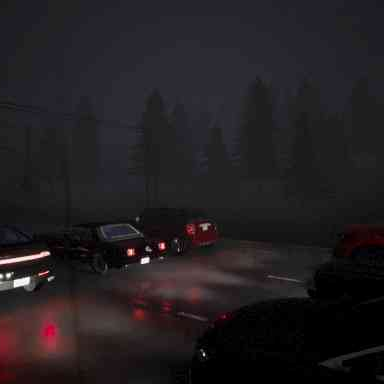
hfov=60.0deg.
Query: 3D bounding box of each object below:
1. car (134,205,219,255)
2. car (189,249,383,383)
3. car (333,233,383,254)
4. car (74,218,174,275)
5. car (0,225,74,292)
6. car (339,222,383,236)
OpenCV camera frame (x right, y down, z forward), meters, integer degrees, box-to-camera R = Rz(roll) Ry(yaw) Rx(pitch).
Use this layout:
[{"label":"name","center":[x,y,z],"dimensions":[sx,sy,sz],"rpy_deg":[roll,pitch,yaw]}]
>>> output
[{"label":"car","center":[-1.246,1.352,13.474],"dimensions":[4.553,1.767,2.097],"rpy_deg":[0,0,36]},{"label":"car","center":[2.208,1.492,2.401],"dimensions":[4.902,1.511,2.128],"rpy_deg":[0,0,36]},{"label":"car","center":[4.362,1.601,5.184],"dimensions":[4.718,1.301,1.895],"rpy_deg":[0,0,35]},{"label":"car","center":[-3.067,1.601,10.469],"dimensions":[4.718,1.301,1.895],"rpy_deg":[0,0,37]},{"label":"car","center":[-5.196,1.492,7.692],"dimensions":[4.902,1.511,2.128],"rpy_deg":[0,0,35]},{"label":"car","center":[6.422,1.221,8.013],"dimensions":[5.566,2.045,2.150],"rpy_deg":[0,0,35]}]
